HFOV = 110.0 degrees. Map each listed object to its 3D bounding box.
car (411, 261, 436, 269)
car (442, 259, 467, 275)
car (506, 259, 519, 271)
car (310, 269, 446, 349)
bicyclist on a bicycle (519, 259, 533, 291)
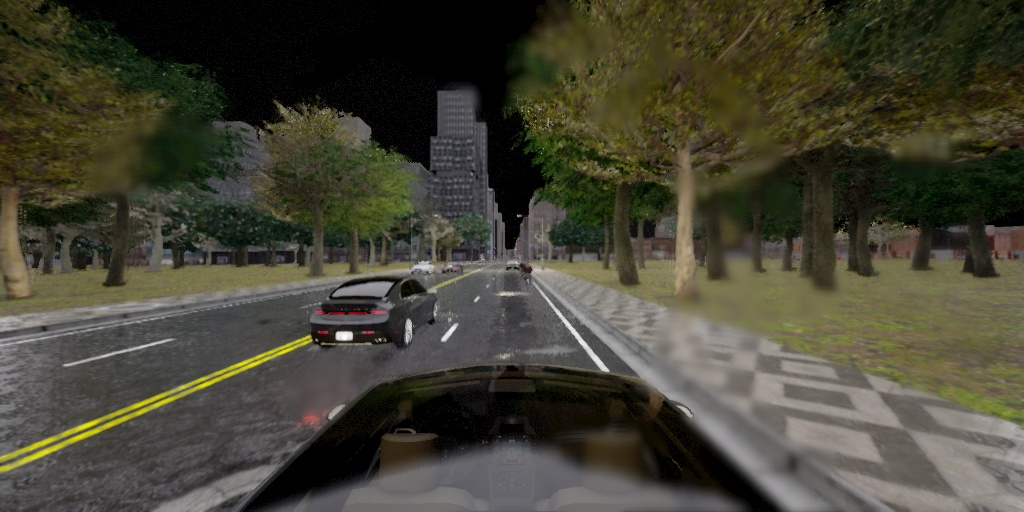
[{"bbox_3d":[-9.828,1.303,39.890,1.812,1.442,4.674,0,0,0],"label":"car"},{"bbox_3d":[-6.578,1.341,39.985,1.994,1.385,4.181,0,0,0],"label":"car"},{"bbox_3d":[0.105,1.403,51.674,1.895,1.301,4.718,0,0,0],"label":"car"},{"bbox_3d":[-3.148,1.255,9.157,1.837,1.490,4.892,0,0,0],"label":"car"},{"bbox_3d":[0.898,1.126,20.450,0.659,1.776,1.843,0,0,0],"label":"bicyclist on a bicycle"}]
